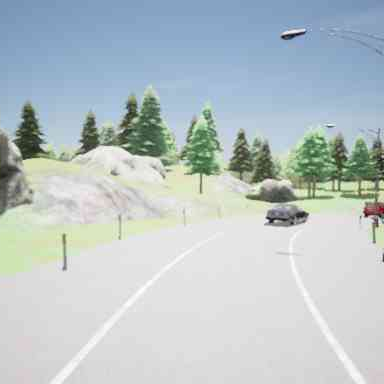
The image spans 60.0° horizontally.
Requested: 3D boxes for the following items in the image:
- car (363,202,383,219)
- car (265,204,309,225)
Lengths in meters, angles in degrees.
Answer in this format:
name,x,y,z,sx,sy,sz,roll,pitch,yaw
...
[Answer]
name,x,y,z,sx,sy,sz,roll,pitch,yaw
car,24.024,2.329,42.191,5.566,2.045,2.150,4,0,-32
car,7.164,1.622,24.746,2.033,1.411,5.357,2,0,33
